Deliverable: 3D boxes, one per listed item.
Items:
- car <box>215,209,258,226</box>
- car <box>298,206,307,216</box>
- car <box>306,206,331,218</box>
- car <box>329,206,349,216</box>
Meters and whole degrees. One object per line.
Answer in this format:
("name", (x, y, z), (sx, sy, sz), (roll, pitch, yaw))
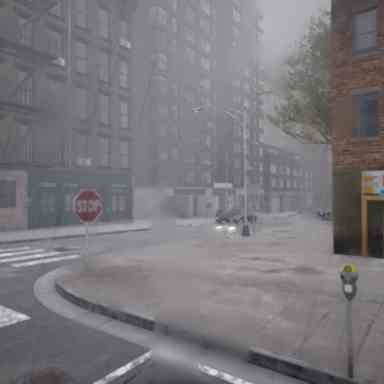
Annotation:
("car", (4.239, 2.242, 30.419), (2.033, 1.411, 5.357), (-1, -2, 36))
("car", (16.919, 2.773, 47.852), (2.033, 1.411, 5.357), (-1, -2, 36))
("car", (16.685, 2.706, 42.735), (1.895, 1.301, 4.718), (-1, -2, 36))
("car", (22.559, 2.890, 50.976), (1.994, 1.385, 4.181), (-1, -2, 36))
